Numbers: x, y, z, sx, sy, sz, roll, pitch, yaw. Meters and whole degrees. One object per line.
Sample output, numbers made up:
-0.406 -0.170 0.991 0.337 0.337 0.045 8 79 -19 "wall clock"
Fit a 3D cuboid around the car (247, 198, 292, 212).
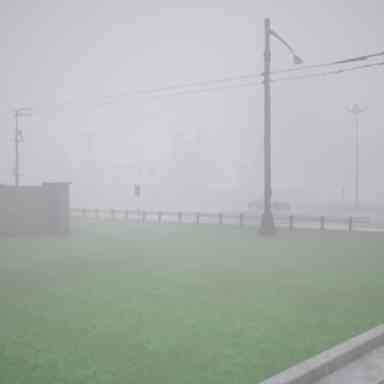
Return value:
8.599 1.416 37.135 4.892 1.490 1.837 0 0 29 "car"
